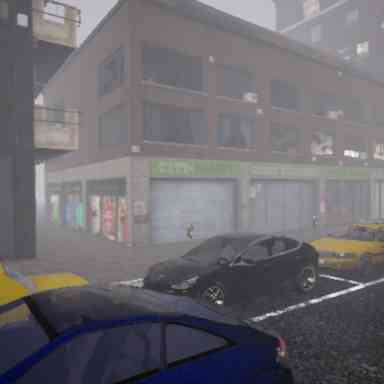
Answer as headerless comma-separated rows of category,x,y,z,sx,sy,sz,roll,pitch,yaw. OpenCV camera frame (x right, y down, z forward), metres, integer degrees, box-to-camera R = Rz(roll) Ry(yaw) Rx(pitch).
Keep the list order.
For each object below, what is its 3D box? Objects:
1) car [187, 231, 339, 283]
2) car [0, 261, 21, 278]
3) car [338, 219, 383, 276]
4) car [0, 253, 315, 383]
car,1.044,1.583,7.322,4.313,1.339,1.947,0,-1,-35
car,-3.592,1.522,4.016,4.829,1.417,1.752,0,-1,-35
car,5.404,1.562,10.430,4.829,1.417,1.752,0,-1,-35
car,-1.086,1.565,2.603,4.181,1.385,1.994,0,0,-35
